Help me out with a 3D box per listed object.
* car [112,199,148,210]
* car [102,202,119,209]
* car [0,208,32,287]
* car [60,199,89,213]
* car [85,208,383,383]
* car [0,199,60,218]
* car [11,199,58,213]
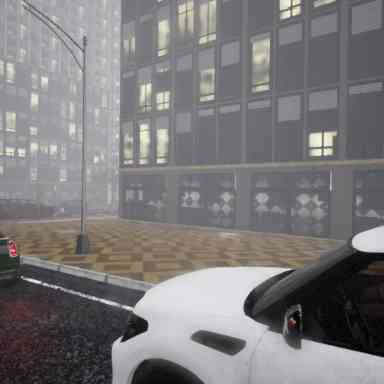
[{"bbox_3d":[-8.938,1.761,48.354,2.128,1.511,4.902,1,0,36],"label":"car"},{"bbox_3d":[-8.357,1.828,39.400,1.752,1.417,4.829,1,0,36],"label":"car"},{"bbox_3d":[-6.177,1.348,8.062,4.553,1.767,2.097,0,0,35],"label":"car"},{"bbox_3d":[-14.871,1.687,40.300,1.837,1.490,4.892,1,0,37],"label":"car"},{"bbox_3d":[1.900,1.222,2.327,5.566,2.045,2.150,0,0,36],"label":"car"},{"bbox_3d":[-15.139,1.518,30.178,2.192,1.841,5.009,1,0,36],"label":"car"},{"bbox_3d":[-18.652,1.641,39.547,1.752,1.417,4.829,1,0,36],"label":"car"}]
